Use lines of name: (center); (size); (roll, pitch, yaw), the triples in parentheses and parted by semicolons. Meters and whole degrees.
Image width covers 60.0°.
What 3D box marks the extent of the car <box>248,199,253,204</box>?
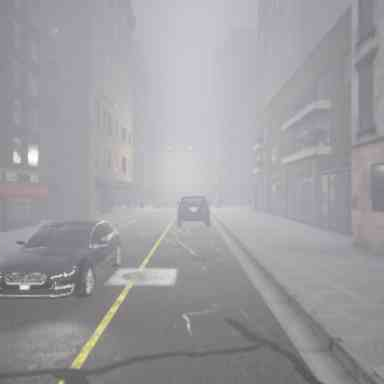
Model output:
car: (12.149, 1.408, 58.525); (4.507, 1.381, 1.887); (-1, 0, 0)

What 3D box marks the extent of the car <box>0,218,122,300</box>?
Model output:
car: (-3.085, 1.505, 8.566); (1.837, 1.490, 4.892); (0, 0, 0)

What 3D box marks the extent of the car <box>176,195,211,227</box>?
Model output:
car: (0.104, 1.219, 22.946); (2.150, 2.045, 5.566); (0, 0, 0)

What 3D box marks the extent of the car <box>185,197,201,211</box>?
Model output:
car: (0.060, 1.462, 41.030); (1.882, 1.535, 5.008); (0, 0, -1)
